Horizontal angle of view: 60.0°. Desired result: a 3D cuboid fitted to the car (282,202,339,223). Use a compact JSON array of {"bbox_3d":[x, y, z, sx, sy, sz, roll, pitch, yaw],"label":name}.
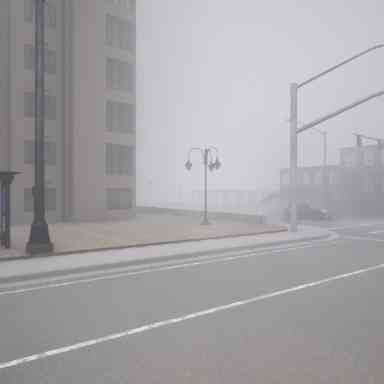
[{"bbox_3d":[9.896,1.633,28.054,2.097,1.767,4.553,0,-5,-36],"label":"car"}]
